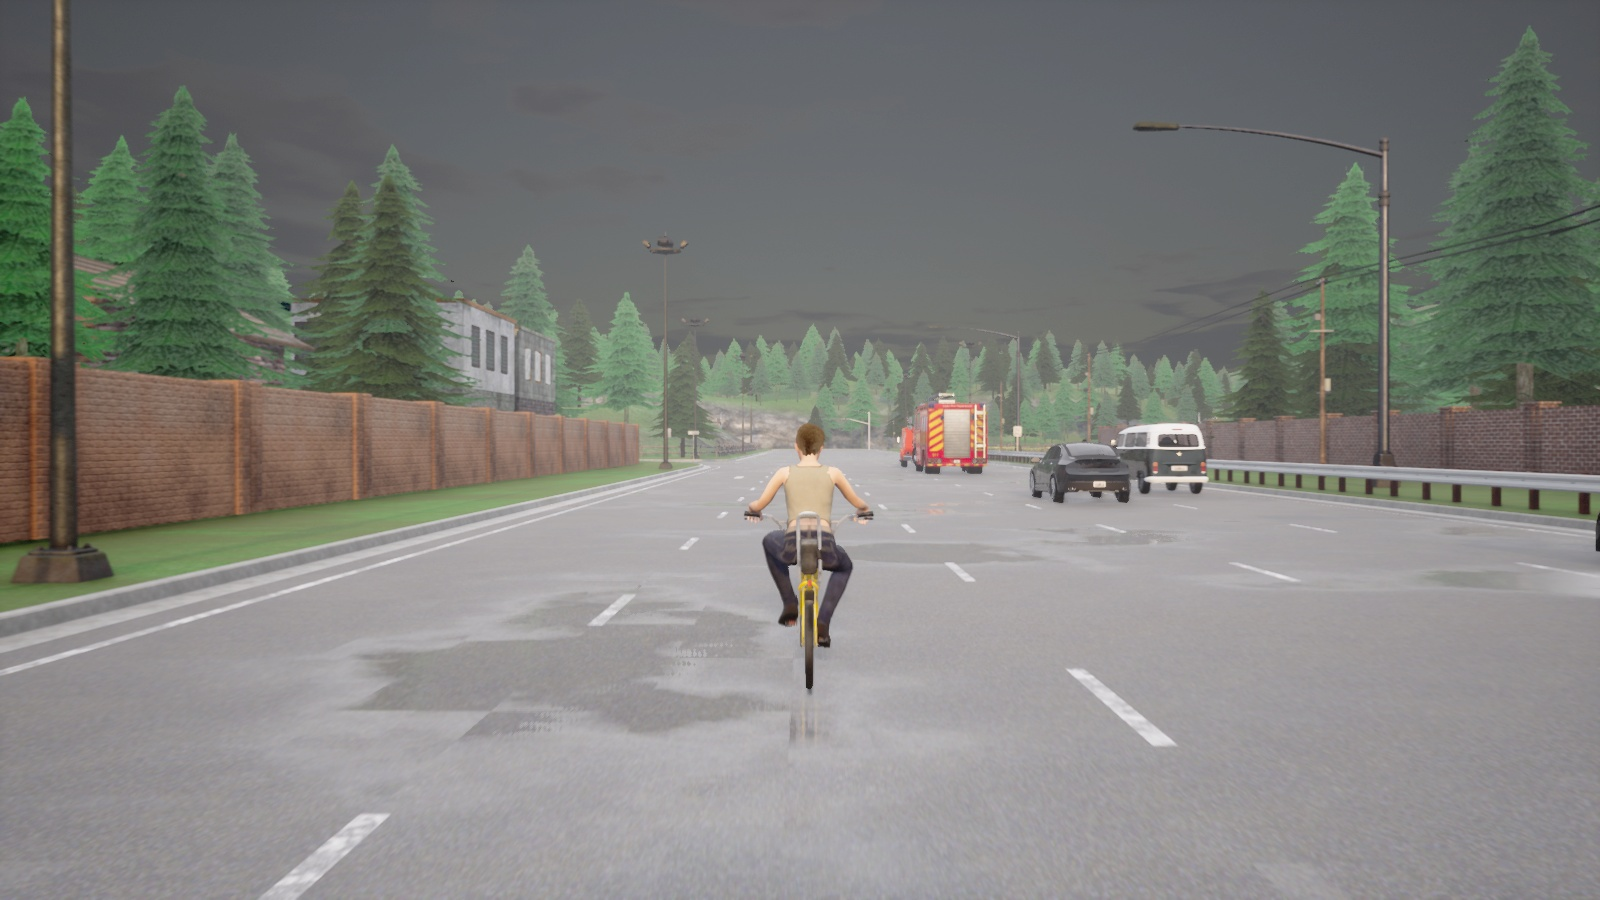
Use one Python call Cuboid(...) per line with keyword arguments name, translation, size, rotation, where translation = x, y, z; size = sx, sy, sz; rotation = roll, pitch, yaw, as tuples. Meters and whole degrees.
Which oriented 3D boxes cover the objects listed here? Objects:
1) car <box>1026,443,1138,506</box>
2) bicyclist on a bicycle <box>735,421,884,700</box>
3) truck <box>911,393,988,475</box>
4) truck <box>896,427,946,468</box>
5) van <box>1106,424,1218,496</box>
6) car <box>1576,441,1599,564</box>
Cuboid(name="car", translation=(7.186, 0.568, 32.477), size=(1.837, 1.490, 4.892), rotation=(0, 0, 0))
Cuboid(name="bicyclist on a bicycle", translation=(0.057, 0.636, 8.033), size=(0.866, 1.612, 1.509), rotation=(0, 0, 0))
Cuboid(name="truck", translation=(7.343, -0.778, 62.783), size=(2.891, 3.827, 8.468), rotation=(0, 0, 0))
Cuboid(name="truck", translation=(7.424, -0.187, 77.874), size=(2.627, 2.467, 5.204), rotation=(0, 0, 0))
Cuboid(name="van", translation=(10.710, 0.261, 37.472), size=(2.069, 2.038, 4.480), rotation=(0, 0, 0))
Cuboid(name="car", translation=(10.587, 0.641, 13.638), size=(1.970, 1.475, 3.806), rotation=(0, 0, 0))
